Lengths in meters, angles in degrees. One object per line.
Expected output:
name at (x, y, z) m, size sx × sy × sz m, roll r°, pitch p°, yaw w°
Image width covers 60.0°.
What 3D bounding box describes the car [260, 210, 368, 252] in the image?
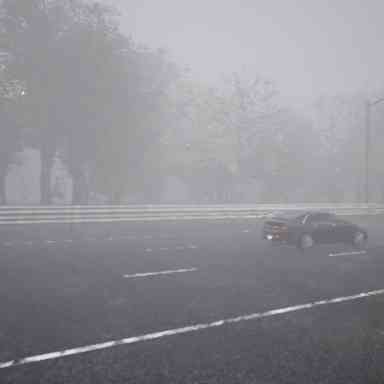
car at (5.147, 1.510, 13.840) m, size 4.892 × 1.490 × 1.837 m, roll 1°, pitch 0°, yaw -26°
